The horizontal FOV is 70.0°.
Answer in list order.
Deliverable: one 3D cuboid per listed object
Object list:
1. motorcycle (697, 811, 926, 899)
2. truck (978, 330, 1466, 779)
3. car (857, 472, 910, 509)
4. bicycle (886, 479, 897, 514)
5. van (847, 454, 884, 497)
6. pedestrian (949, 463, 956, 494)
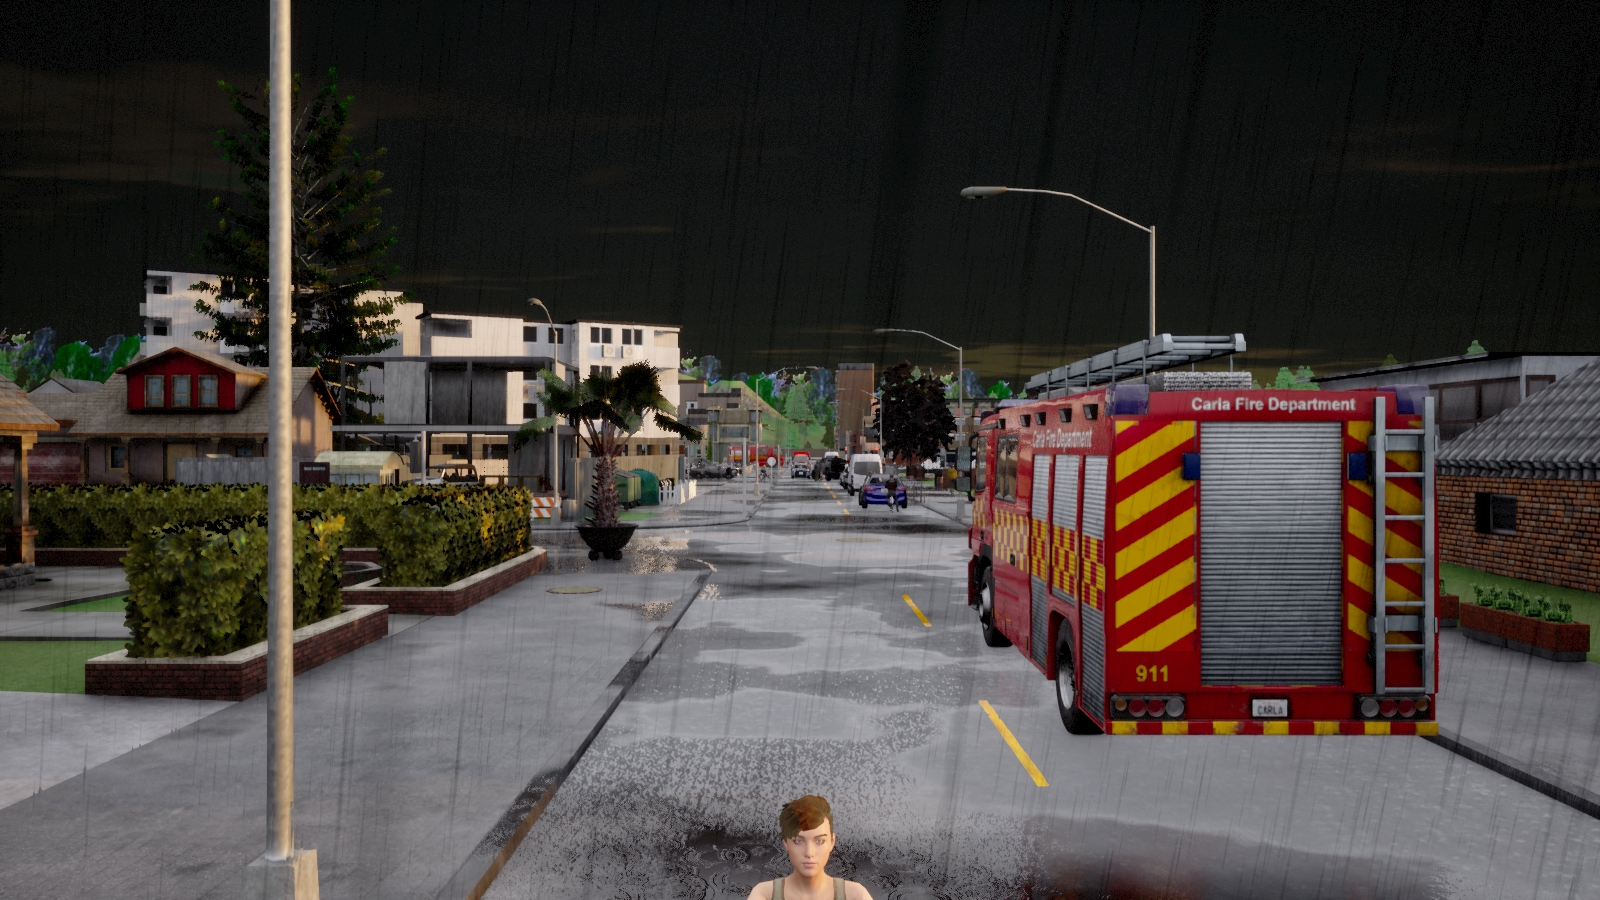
[{"bbox_3d":[0.039,2.155,3.558,0.764,1.307,2.356,0,0,0],"label":"motorcycle"},{"bbox_3d":[4.261,0.890,13.995,2.891,3.827,8.468,0,0,0],"label":"truck"},{"bbox_3d":[4.046,1.967,56.171,2.242,1.667,4.611,0,0,0],"label":"car"},{"bbox_3d":[4.077,2.060,50.936,0.329,1.471,1.835,0,0,0],"label":"bicycle"},{"bbox_3d":[4.045,1.534,71.355,1.988,2.561,5.915,0,0,0],"label":"van"},{"bbox_3d":[9.301,1.744,69.893,0.375,1.860,0.375,0,0,0],"label":"pedestrian"}]
